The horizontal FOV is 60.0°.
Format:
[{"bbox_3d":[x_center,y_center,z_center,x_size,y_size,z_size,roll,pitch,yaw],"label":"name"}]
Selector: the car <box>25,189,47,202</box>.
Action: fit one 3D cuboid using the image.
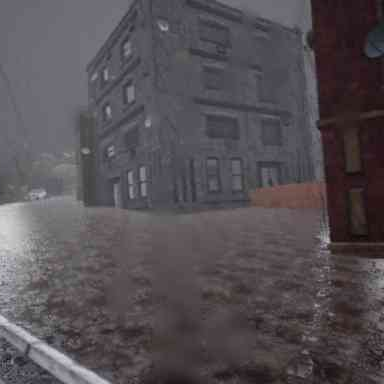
[{"bbox_3d":[-28.924,0.567,61.698,2.150,2.045,5.566,-4,3,-1],"label":"car"}]
